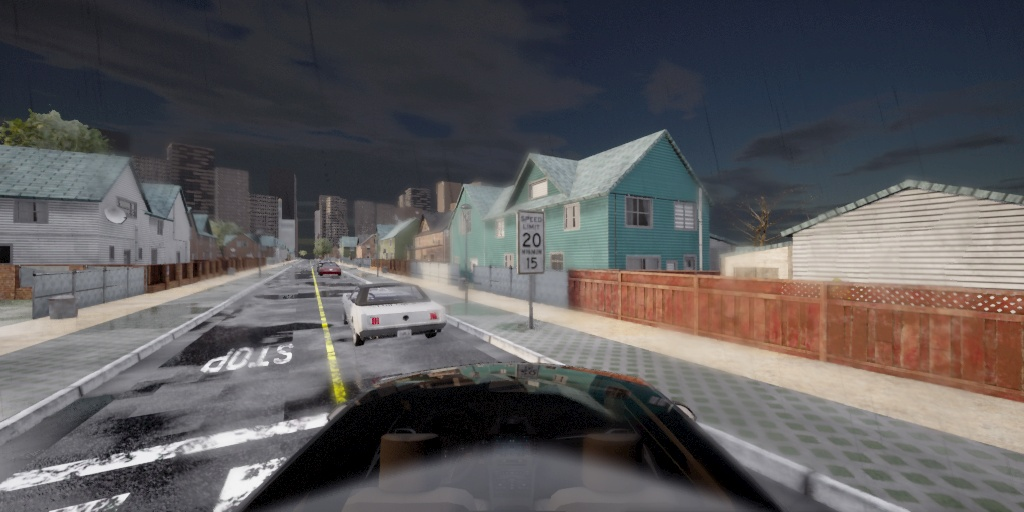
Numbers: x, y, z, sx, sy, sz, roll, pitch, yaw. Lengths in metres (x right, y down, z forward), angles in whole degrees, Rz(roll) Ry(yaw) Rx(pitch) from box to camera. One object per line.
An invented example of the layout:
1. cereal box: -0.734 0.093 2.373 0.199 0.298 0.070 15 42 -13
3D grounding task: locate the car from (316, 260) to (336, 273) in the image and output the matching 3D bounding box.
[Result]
1. car: -23.752 1.255 45.619 2.128 1.511 4.902 0 0 -29

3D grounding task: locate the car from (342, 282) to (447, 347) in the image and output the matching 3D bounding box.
1. car: -3.370 1.353 9.547 1.895 1.301 4.718 0 0 -29

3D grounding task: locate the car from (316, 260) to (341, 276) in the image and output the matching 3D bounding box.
1. car: -18.884 1.324 37.117 1.994 1.385 4.181 0 0 -30
